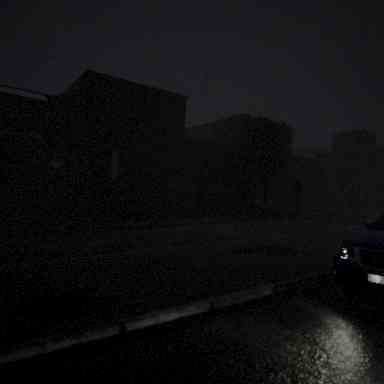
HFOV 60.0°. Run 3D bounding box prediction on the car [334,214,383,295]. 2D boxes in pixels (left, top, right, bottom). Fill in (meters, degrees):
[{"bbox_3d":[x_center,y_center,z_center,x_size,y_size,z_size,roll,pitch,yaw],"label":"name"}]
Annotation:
[{"bbox_3d":[5.624,1.243,7.687,5.566,2.045,2.150,0,0,-35],"label":"car"}]
